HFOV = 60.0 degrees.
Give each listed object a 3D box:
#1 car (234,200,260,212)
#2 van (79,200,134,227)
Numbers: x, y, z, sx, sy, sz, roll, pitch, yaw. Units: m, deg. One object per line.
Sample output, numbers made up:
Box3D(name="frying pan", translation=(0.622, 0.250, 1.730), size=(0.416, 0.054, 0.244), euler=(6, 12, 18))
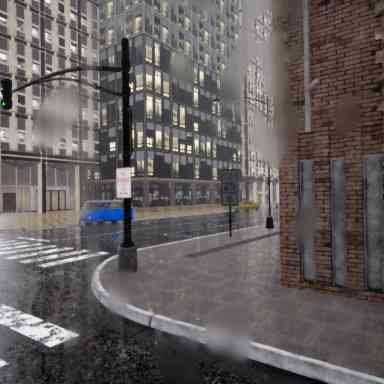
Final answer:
Box3D(name="car", translation=(6.885, 1.689, 41.355), size=(1.752, 1.417, 4.829), euler=(-2, -1, 36))
Box3D(name="van", translation=(-5.953, 1.460, 23.448), size=(1.690, 1.788, 3.998), euler=(-2, -1, 36))
